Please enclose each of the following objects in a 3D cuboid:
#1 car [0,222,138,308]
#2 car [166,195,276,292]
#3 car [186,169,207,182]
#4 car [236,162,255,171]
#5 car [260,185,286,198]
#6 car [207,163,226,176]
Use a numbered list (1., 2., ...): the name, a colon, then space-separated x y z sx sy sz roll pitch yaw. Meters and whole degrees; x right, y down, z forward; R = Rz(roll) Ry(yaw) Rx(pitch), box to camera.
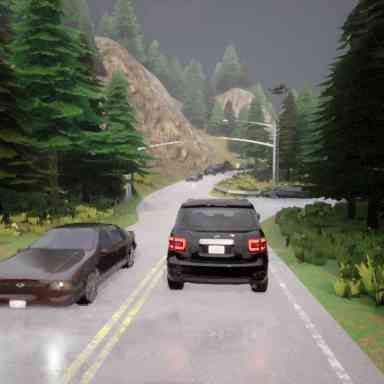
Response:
1. car: -2.746 1.494 8.276 2.033 1.411 5.357 0 0 4
2. car: 0.706 1.172 8.984 2.150 2.045 5.566 0 0 5
3. car: 0.432 -2.533 55.239 1.994 1.385 4.181 2 10 19
4. car: 11.492 -5.597 70.920 4.553 1.767 2.097 -9 9 -36
5. car: 9.739 0.050 33.853 5.357 1.411 2.033 0 5 3
6. car: 4.455 -4.340 63.771 2.150 2.045 5.566 4 10 36
